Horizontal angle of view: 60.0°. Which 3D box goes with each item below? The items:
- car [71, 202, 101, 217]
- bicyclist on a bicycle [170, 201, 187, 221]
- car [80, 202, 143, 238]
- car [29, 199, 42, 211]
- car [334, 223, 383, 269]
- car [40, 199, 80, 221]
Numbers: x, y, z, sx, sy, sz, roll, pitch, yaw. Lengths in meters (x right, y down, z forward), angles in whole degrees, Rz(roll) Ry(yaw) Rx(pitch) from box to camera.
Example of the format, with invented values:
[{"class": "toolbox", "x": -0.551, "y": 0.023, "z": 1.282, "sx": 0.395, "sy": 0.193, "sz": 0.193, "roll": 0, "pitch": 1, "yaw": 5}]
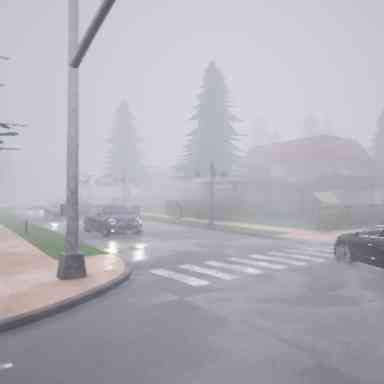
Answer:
[{"class": "car", "x": -11.502, "y": 1.810, "z": 35.872, "sx": 1.994, "sy": 1.385, "sz": 4.181, "roll": 0, "pitch": 0, "yaw": -33}, {"class": "bicyclist on a bicycle", "x": -1.116, "y": 1.573, "z": 27.433, "sx": 1.656, "sy": 1.620, "sz": 0.582, "roll": 0, "pitch": 0, "yaw": -35}, {"class": "car", "x": -4.662, "y": 1.569, "z": 19.538, "sx": 2.097, "sy": 1.767, "sz": 4.553, "roll": 1, "pitch": 0, "yaw": -35}, {"class": "car", "x": -21.500, "y": 1.708, "z": 46.092, "sx": 1.882, "sy": 1.535, "sz": 5.008, "roll": 0, "pitch": -1, "yaw": -25}, {"class": "car", "x": 6.062, "y": 1.631, "z": 9.638, "sx": 2.128, "sy": 1.511, "sz": 4.902, "roll": 1, "pitch": -1, "yaw": -7}, {"class": "car", "x": -11.985, "y": 1.696, "z": 29.984, "sx": 1.882, "sy": 1.535, "sz": 5.008, "roll": 1, "pitch": 0, "yaw": -34}]
